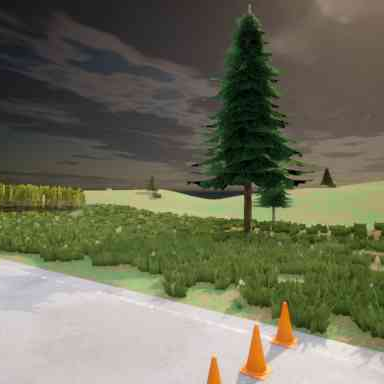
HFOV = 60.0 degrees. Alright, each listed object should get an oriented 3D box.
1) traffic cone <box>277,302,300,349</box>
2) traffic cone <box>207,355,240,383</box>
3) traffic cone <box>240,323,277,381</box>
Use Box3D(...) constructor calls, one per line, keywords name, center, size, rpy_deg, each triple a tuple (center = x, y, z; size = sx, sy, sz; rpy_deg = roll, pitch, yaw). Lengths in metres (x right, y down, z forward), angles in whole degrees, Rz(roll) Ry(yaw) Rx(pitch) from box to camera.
Box3D(name="traffic cone", center=(1.395, 1.955, 4.995), size=(0.340, 0.580, 0.340), rpy_deg=(0, 0, 36))
Box3D(name="traffic cone", center=(0.226, 1.955, 3.372), size=(0.340, 0.580, 0.340), rpy_deg=(0, 0, 36))
Box3D(name="traffic cone", center=(0.810, 1.955, 4.184), size=(0.340, 0.580, 0.340), rpy_deg=(0, 0, 36))
